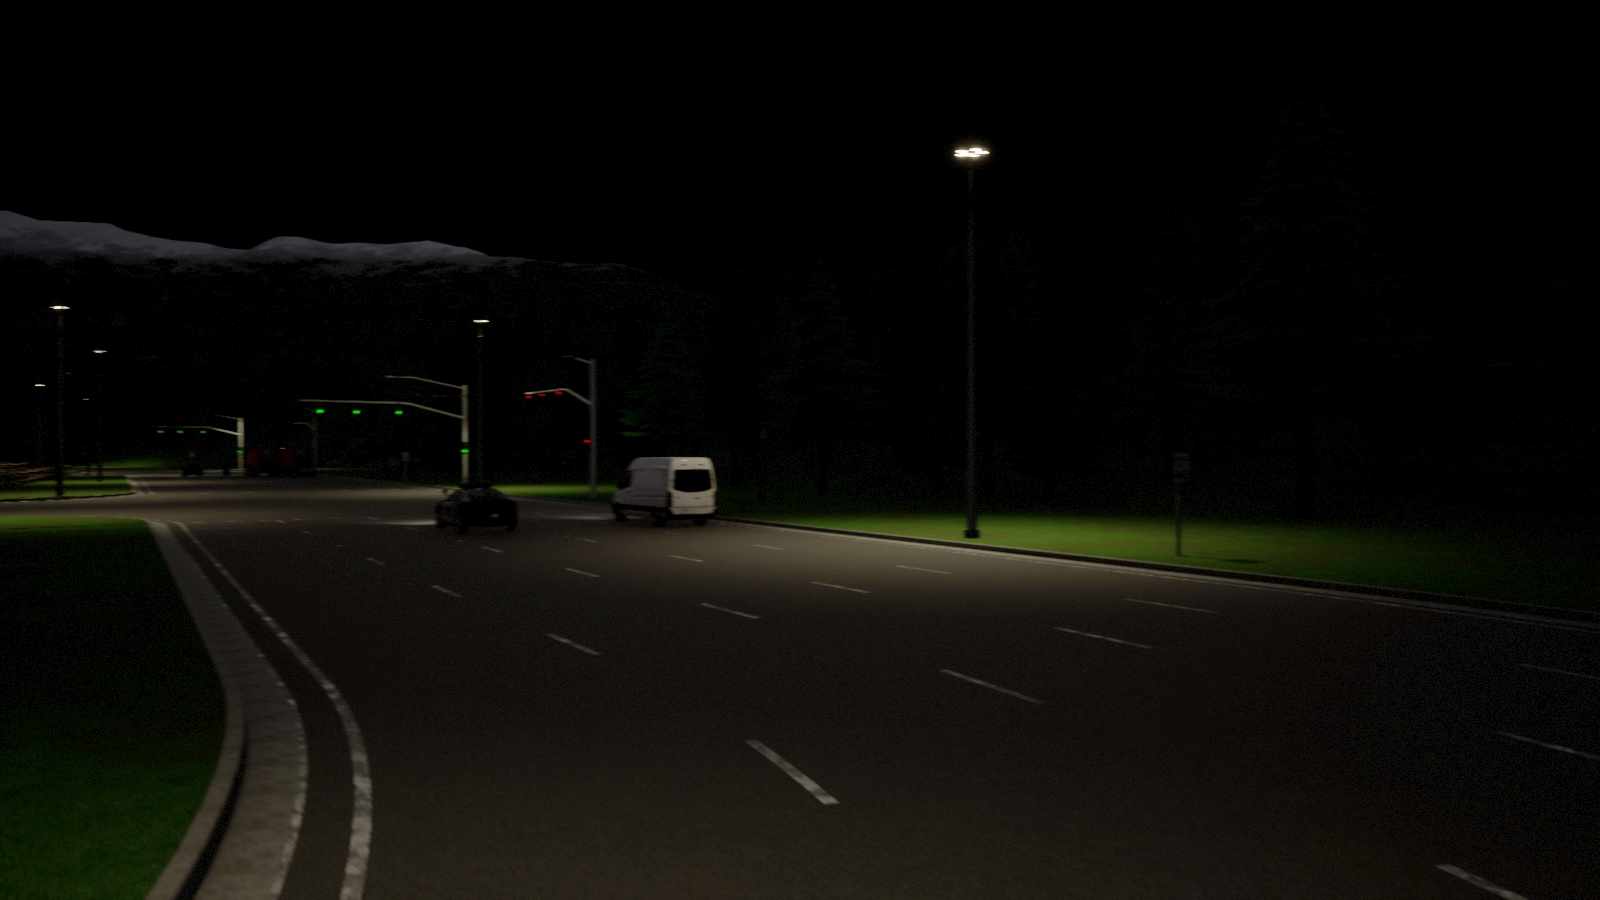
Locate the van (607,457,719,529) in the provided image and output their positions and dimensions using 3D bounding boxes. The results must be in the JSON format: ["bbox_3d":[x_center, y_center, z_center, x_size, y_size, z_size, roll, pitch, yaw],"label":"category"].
[{"bbox_3d":[-5.361,1.547,43.807,1.988,2.561,5.915,0,0,-31],"label":"van"}]

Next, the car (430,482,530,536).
[{"bbox_3d":[-11.428,2.013,40.551,2.097,1.638,5.238,0,0,-31],"label":"car"}]
